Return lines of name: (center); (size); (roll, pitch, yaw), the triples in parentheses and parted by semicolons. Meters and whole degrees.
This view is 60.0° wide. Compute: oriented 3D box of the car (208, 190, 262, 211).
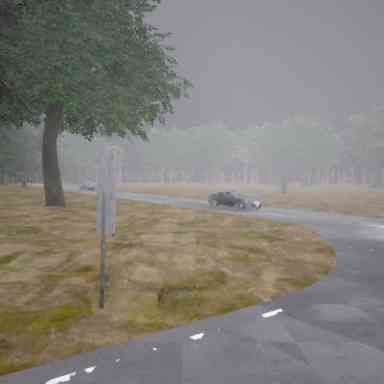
car: (3.318, 0.614, 26.368); (2.128, 1.511, 4.902); (2, 1, -38)

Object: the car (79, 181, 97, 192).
car: (-15.714, -0.838, 50.824); (1.837, 1.490, 4.892); (2, 2, -38)
